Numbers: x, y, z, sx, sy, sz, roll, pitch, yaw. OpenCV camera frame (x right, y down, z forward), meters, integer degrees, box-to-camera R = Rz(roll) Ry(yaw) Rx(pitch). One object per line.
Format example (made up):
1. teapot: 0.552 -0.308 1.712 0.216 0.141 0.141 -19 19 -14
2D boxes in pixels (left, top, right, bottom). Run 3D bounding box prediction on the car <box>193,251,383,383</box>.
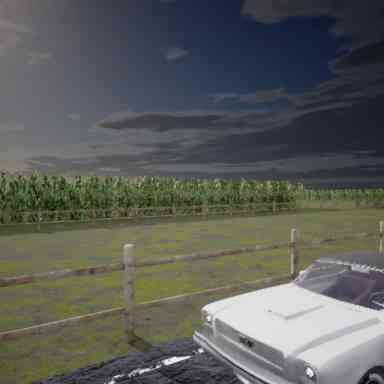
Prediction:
1. car: 2.389 1.600 4.572 4.718 1.301 1.895 0 0 -33
